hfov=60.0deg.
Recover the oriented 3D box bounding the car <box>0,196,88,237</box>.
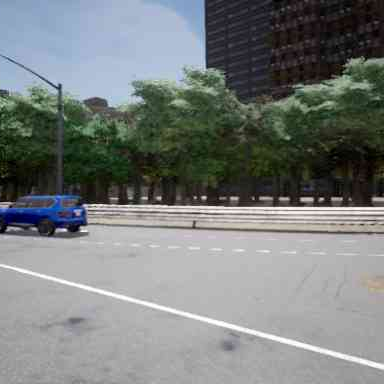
[{"bbox_3d":[-8.346,1.214,18.128,5.566,2.045,2.150,0,0,21],"label":"car"}]
